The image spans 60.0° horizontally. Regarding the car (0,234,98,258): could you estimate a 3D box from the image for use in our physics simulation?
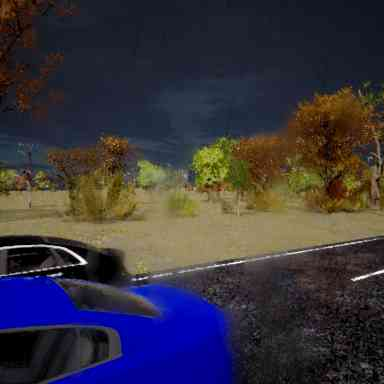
[{"bbox_3d":[-3.373,1.505,5.270,4.892,1.490,1.837,0,0,-36],"label":"car"}]

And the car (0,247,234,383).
[{"bbox_3d":[-1.954,1.478,2.290,5.008,1.535,1.882,0,0,-36],"label":"car"}]
